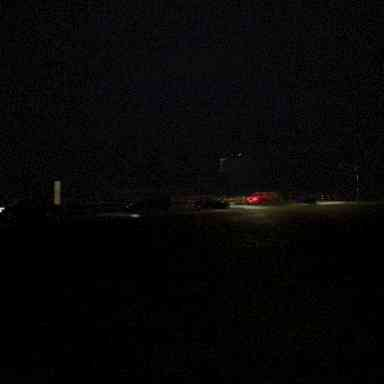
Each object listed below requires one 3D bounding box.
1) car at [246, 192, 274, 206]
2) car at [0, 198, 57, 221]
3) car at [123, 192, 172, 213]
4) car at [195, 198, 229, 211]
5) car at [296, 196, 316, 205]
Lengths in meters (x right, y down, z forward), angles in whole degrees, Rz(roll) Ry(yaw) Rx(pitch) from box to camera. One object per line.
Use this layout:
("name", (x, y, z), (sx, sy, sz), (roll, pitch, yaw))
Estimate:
("car", (10.734, 1.074, 52.054), (2.150, 2.045, 5.566), (1, 1, 44))
("car", (-13.263, 1.268, 26.331), (2.097, 1.767, 4.553), (1, 1, 41))
("car", (-4.676, 1.104, 35.777), (2.150, 2.045, 5.566), (1, 2, 43))
("car", (2.408, 1.410, 39.065), (2.128, 1.511, 4.902), (1, 1, 43))
("car", (19.671, 1.351, 57.234), (1.882, 1.535, 5.008), (1, 1, 43))
